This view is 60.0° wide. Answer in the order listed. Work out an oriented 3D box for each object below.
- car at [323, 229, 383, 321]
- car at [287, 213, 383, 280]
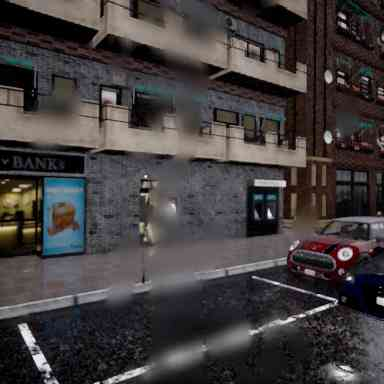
[{"bbox_3d":[4.694,1.572,6.427,4.181,1.385,1.994,0,0,-36],"label":"car"},{"bbox_3d":[4.518,1.450,9.319,4.097,1.590,1.967,0,1,-36],"label":"car"}]
